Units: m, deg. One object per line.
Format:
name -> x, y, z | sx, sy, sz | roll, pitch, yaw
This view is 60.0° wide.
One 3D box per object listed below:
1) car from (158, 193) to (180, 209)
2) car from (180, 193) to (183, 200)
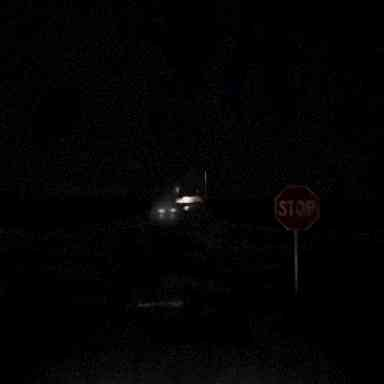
car -> -2.750, 1.131, 38.352 | 2.033, 1.411, 5.357 | 0, 1, 0
car -> -2.750, 0.776, 62.893 | 1.895, 1.301, 4.718 | 0, 1, 0
